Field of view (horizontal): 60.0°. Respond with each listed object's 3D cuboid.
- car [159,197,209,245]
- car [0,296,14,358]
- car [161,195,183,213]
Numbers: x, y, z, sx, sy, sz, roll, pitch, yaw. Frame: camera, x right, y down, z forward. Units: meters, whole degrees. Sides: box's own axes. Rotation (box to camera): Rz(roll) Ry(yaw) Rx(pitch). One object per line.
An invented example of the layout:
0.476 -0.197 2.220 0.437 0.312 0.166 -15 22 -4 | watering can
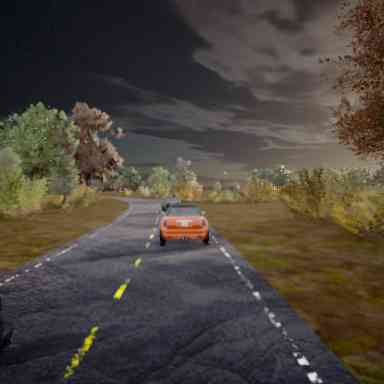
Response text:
-0.412 1.319 15.658 2.097 1.767 4.553 0 0 -3 | car
-3.065 1.548 1.690 2.033 1.411 5.357 0 0 0 | car
-2.234 1.277 36.129 2.097 1.767 4.553 0 0 -7 | car
